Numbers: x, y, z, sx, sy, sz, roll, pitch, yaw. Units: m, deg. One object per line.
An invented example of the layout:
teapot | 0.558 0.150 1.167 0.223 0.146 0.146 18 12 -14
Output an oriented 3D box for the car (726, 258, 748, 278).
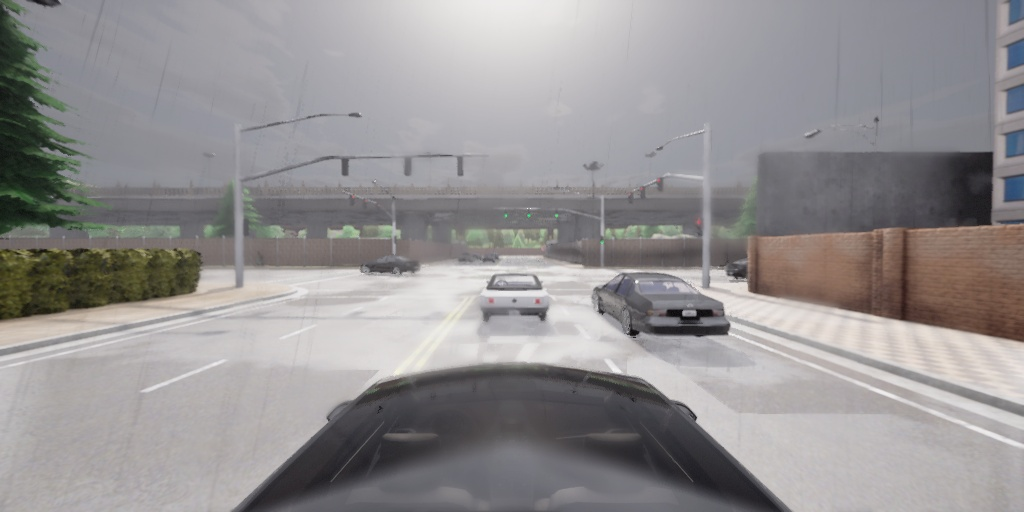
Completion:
car | 15.939 0.827 22.174 4.892 1.490 1.837 0 1 0

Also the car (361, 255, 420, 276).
car | -9.708 0.715 28.547 5.008 1.535 1.882 0 0 22

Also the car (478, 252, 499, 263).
car | -3.566 0.327 55.129 2.033 1.411 5.357 0 1 0

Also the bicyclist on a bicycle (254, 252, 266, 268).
bicyclist on a bicycle | -25.807 0.360 36.731 0.582 1.620 1.656 0 1 0

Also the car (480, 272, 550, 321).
car | 0.085 1.171 11.597 1.895 1.301 4.718 0 1 0

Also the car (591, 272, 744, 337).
car | 3.578 1.152 9.722 2.033 1.411 5.357 0 1 0

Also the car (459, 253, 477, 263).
car | -7.067 0.281 55.426 1.837 1.490 4.892 0 1 0
